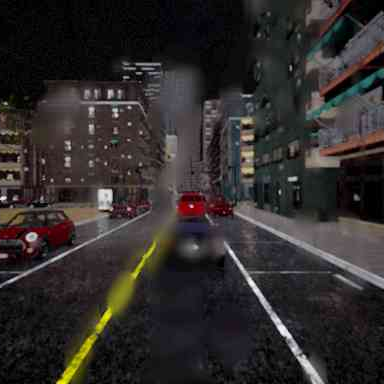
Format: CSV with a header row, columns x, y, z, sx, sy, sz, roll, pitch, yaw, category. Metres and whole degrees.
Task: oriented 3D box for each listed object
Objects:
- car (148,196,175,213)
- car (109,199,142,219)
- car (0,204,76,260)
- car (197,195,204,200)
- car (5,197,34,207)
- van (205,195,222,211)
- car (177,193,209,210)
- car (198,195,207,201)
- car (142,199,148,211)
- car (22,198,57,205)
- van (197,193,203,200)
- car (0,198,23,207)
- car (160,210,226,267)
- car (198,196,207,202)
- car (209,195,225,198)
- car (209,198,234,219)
x,y,z,sx,sy,sz,roll,pitch,yaw,category
-3.238,1.495,37.091,2.033,1.411,5.357,0,0,0,car
-5.833,1.397,28.686,1.967,1.590,4.097,0,0,0,car
-5.755,1.419,12.104,1.967,1.590,4.097,0,0,0,car
2.270,1.452,88.744,1.887,1.381,4.507,0,0,0,car
-30.548,1.744,58.962,4.097,1.590,1.967,-1,1,-1,car
2.496,1.287,39.780,1.690,1.788,3.998,0,0,0,van
-0.046,1.179,27.443,2.150,2.045,5.566,0,0,0,car
2.321,1.478,77.698,1.947,1.339,4.313,0,0,0,car
-5.883,1.526,39.742,1.802,1.307,4.206,0,0,0,car
-22.639,1.818,50.419,4.403,1.369,2.008,-1,1,-1,car
2.242,1.246,94.268,1.690,1.788,3.998,0,0,0,van
-28.208,1.898,50.353,4.403,1.369,2.008,-1,1,-1,car
0.021,1.545,11.394,1.994,1.385,4.181,0,0,0,car
2.347,1.498,72.174,1.802,1.307,4.206,0,0,0,car
2.521,1.267,34.252,2.192,1.841,5.009,0,0,0,car
2.549,1.503,28.724,1.887,1.381,4.507,0,0,0,car
